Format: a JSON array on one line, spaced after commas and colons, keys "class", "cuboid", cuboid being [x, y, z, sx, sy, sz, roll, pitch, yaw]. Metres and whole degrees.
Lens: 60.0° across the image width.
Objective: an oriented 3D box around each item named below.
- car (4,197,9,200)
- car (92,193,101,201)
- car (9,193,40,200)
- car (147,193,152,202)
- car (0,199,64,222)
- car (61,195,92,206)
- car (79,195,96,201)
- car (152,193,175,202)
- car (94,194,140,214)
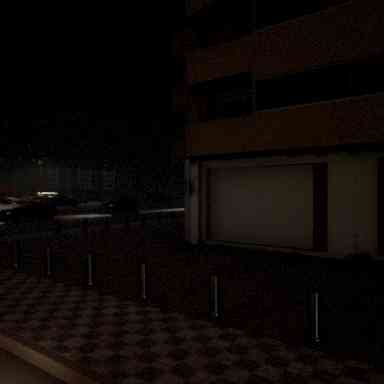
[{"class": "car", "cuboid": [-36.389, 1.419, 69.611, 1.784, 1.438, 3.905, 0, 0, 35]}, {"class": "car", "cuboid": [-23.961, 1.211, 82.202, 1.905, 1.878, 3.866, 0, 0, 35]}, {"class": "car", "cuboid": [-34.062, 1.209, 67.886, 1.932, 1.855, 4.605, 0, 0, 35]}, {"class": "car", "cuboid": [-7.919, 1.212, 70.901, 1.905, 1.878, 3.866, 0, 0, 35]}, {"class": "car", "cuboid": [-13.437, 1.581, 27.600, 1.812, 1.442, 4.674, 0, 0, 35]}, {"class": "car", "cuboid": [-20.214, 1.451, 58.202, 1.970, 1.475, 3.806, 0, 0, 35]}, {"class": "car", "cuboid": [-26.319, 1.451, 83.883, 1.970, 1.475, 3.806, 0, 0, 35]}, {"class": "car", "cuboid": [-5.587, 1.209, 69.185, 1.932, 1.855, 4.605, 0, 0, 35]}, {"class": "car", "cuboid": [-7.760, 1.408, 35.717, 2.097, 1.767, 4.553, 0, 0, 35]}]
